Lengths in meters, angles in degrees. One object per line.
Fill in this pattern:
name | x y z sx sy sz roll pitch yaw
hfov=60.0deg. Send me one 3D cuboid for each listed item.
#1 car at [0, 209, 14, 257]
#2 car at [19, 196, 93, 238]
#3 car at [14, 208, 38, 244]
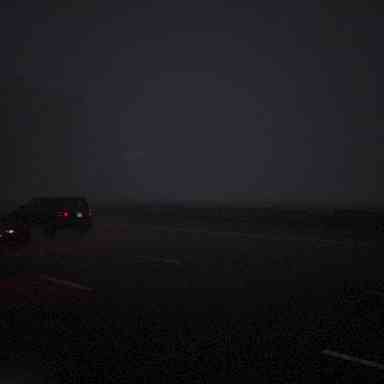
car | -7.606 1.238 9.412 5.566 2.045 2.150 0 0 35
car | -7.779 1.245 18.131 5.566 2.045 2.150 0 0 35
car | -8.988 1.585 14.694 4.181 1.385 1.994 0 0 35
